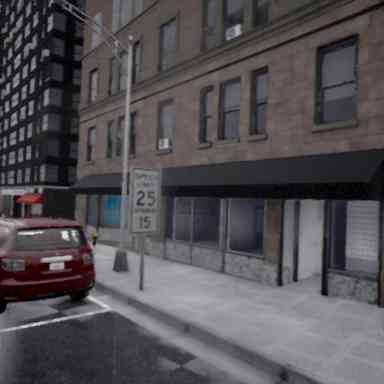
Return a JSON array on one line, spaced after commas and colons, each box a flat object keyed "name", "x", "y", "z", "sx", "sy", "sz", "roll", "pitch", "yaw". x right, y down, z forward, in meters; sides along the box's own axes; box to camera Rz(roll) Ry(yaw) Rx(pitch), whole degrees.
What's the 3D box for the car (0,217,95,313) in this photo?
[{"name": "car", "x": -4.156, "y": 1.532, "z": 8.204, "sx": 2.192, "sy": 1.841, "sz": 5.009, "roll": 3, "pitch": -2, "yaw": -41}]
